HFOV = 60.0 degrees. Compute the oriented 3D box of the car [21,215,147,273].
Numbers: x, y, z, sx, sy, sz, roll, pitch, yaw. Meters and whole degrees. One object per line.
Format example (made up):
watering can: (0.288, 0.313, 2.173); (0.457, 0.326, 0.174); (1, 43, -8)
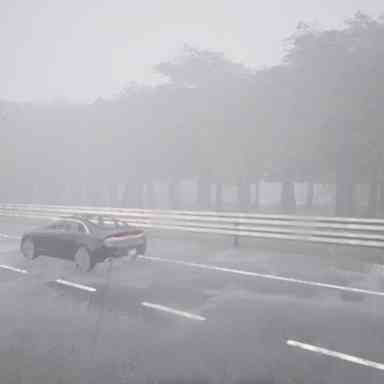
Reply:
car: (-3.643, 1.495, 10.776); (4.902, 1.511, 2.128); (0, 0, 36)
